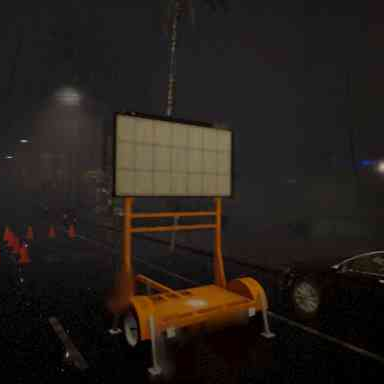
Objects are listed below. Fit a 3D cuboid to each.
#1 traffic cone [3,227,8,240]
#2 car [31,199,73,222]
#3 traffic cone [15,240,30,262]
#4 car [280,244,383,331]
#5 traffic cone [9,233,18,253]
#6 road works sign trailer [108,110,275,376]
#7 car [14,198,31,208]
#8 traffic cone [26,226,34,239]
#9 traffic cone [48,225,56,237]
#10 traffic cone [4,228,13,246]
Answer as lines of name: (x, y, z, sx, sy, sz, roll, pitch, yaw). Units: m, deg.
traffic cone: (-8.831, 1.970, 15.890, 0.340, 0.580, 0.340, 1, 0, -34)
car: (-12.634, 1.417, 29.851, 2.185, 1.767, 4.553, 1, 0, -34)
traffic cone: (-5.498, 1.972, 10.901, 0.340, 0.580, 0.340, 1, 0, -34)
car: (3.672, 1.556, 5.418, 2.231, 1.521, 4.892, 1, 0, -34)
traffic cone: (-6.609, 1.972, 12.564, 0.340, 0.580, 0.340, 1, 0, -34)
road works sign trailer: (-0.358, 0.502, 5.916, 2.380, 3.560, 2.880, 1, 0, -34)
car: (-24.560, 1.571, 48.257, 2.161, 1.482, 4.786, 1, 0, -34)
traffic cone: (-8.000, 1.982, 16.446, 0.340, 0.580, 0.340, 1, 0, -34)
traffic cone: (-7.168, 1.994, 17.001, 0.340, 0.580, 0.340, 1, 0, -34)
traffic cone: (-7.720, 1.971, 14.227, 0.340, 0.580, 0.340, 1, 0, -34)
